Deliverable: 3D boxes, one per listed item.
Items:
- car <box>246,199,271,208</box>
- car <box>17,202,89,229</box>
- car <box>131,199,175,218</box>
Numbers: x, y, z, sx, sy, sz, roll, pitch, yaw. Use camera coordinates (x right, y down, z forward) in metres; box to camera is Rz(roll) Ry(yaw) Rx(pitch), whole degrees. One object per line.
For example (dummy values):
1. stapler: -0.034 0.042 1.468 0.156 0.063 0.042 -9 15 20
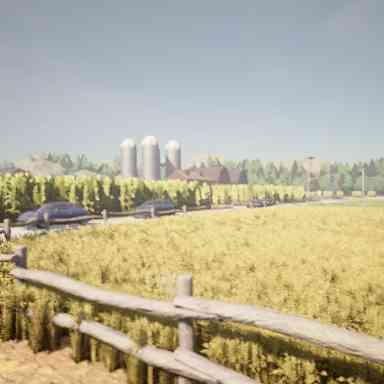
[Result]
1. car: 8.532 1.618 42.417 2.128 1.511 4.902 -1 0 35
2. car: -9.441 1.503 22.780 2.097 1.767 4.553 -1 0 35
3. car: -3.590 1.503 31.012 2.097 1.767 4.553 -1 0 35
